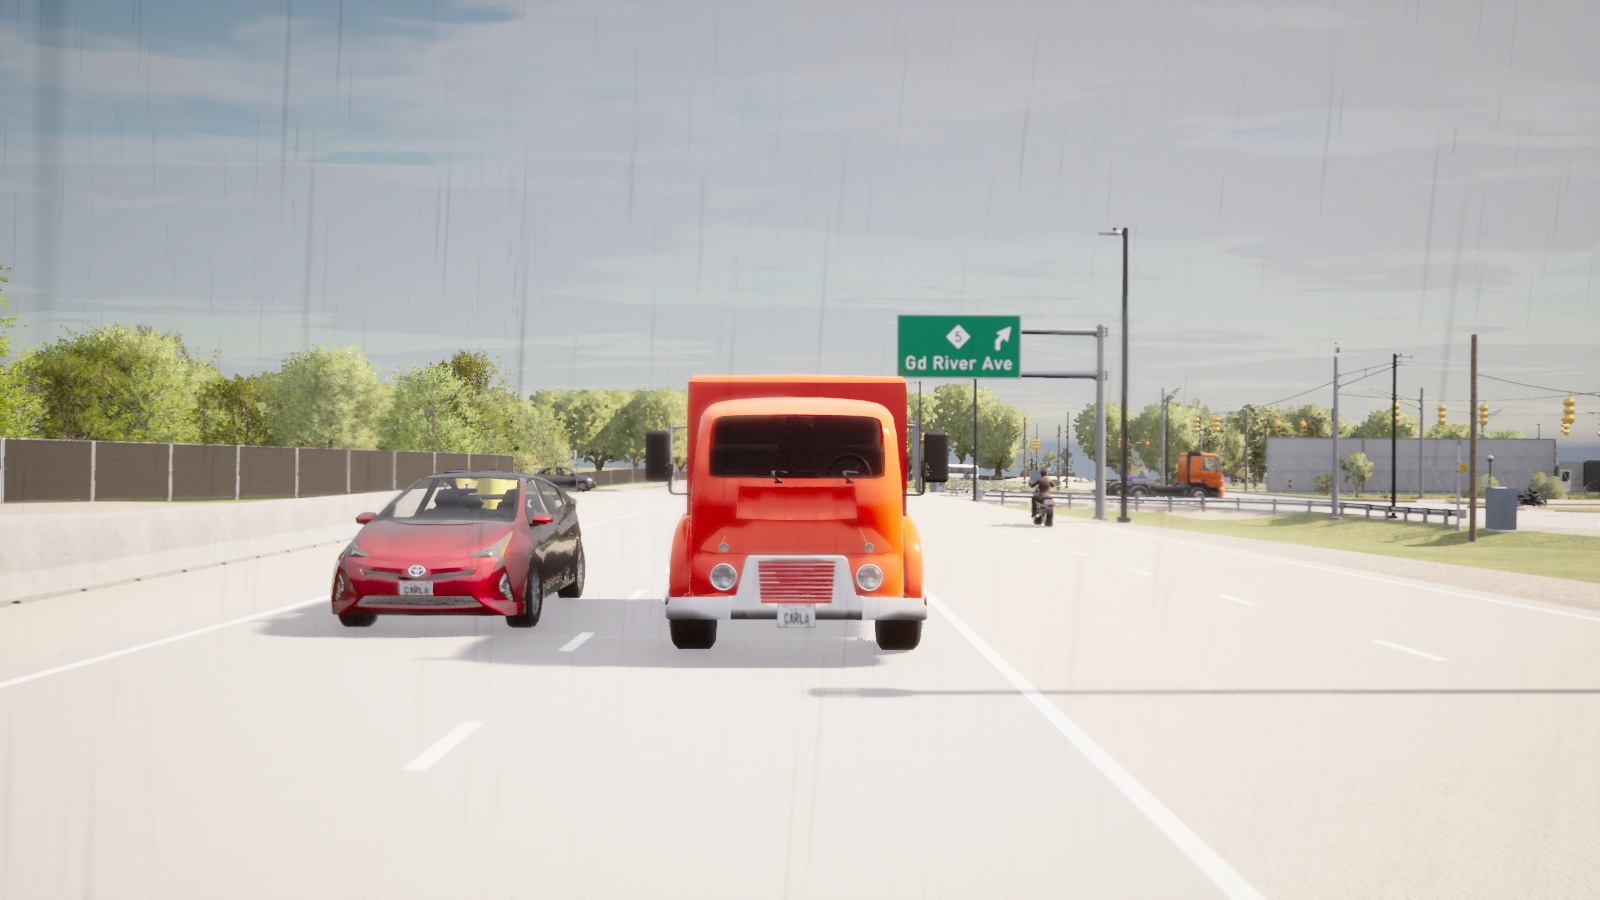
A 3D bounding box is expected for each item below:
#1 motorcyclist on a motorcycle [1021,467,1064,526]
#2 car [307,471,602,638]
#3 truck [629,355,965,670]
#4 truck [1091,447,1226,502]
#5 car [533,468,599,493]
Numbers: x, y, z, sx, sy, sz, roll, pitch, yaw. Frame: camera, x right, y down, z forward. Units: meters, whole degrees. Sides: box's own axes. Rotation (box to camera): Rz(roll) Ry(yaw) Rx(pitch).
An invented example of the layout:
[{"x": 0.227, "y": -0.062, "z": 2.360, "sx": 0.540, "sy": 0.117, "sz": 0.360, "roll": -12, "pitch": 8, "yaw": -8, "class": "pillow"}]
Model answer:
[{"x": 6.917, "y": 1.309, "z": 35.953, "sx": 0.766, "sy": 1.649, "sz": 2.350, "roll": 0, "pitch": -1, "yaw": 0, "class": "motorcyclist on a motorcycle"}, {"x": -3.532, "y": 1.000, "z": 13.796, "sx": 2.007, "sy": 1.525, "sz": 4.514, "roll": 0, "pitch": -1, "yaw": 0, "class": "car"}, {"x": -0.031, "y": 0.532, "z": 12.472, "sx": 2.627, "sy": 2.467, "sz": 5.204, "roll": 0, "pitch": -1, "yaw": 0, "class": "truck"}, {"x": 23.313, "y": 1.586, "z": 81.993, "sx": 7.936, "sy": 3.462, "sz": 2.891, "roll": 1, "pitch": -1, "yaw": -1, "class": "truck"}, {"x": -15.201, "y": 1.992, "z": 81.780, "sx": 3.988, "sy": 1.617, "sz": 1.851, "roll": 0, "pitch": -1, "yaw": 0, "class": "car"}]
